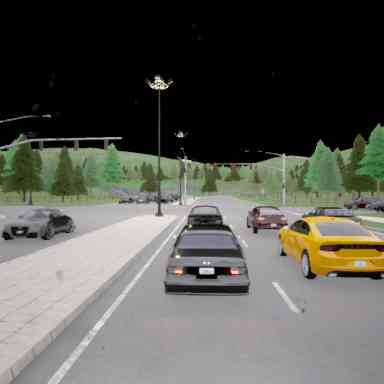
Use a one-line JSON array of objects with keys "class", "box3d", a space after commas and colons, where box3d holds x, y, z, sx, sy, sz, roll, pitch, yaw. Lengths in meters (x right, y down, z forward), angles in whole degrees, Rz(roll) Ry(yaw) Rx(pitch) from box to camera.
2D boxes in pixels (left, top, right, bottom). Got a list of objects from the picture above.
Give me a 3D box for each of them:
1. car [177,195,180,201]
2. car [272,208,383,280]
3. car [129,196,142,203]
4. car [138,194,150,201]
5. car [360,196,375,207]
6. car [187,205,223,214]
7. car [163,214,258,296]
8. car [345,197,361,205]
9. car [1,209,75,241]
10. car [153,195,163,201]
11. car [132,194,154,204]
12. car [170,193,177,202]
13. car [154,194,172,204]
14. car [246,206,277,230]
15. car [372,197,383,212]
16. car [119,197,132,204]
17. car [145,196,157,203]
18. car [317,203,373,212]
[{"class": "car", "box3d": [-4.713, 1.225, 83.059, 2.150, 2.045, 5.566, 0, 0, 2]}, {"class": "car", "box3d": [3.940, 1.478, 10.030, 1.882, 1.535, 5.008, 0, 0, 3]}, {"class": "car", "box3d": [-12.159, 1.524, 72.099, 1.812, 1.442, 4.674, 0, 0, 2]}, {"class": "car", "box3d": [-11.789, 1.355, 81.316, 2.097, 1.767, 4.553, 0, 0, 2]}, {"class": "car", "box3d": [22.685, 1.491, 38.373, 4.902, 1.511, 2.128, 0, 0, 3]}, {"class": "car", "box3d": [0.740, 1.478, 18.645, 1.882, 1.535, 5.008, 0, 0, 3]}, {"class": "car", "box3d": [0.385, 1.547, 8.825, 2.033, 1.411, 5.357, 0, 0, 2]}, {"class": "car", "box3d": [21.599, 1.352, 41.934, 4.553, 1.767, 2.097, 0, 0, 3]}, {"class": "car", "box3d": [-7.483, 1.564, 16.563, 1.994, 1.385, 4.181, 0, 0, 2]}, {"class": "car", "box3d": [-8.281, 1.552, 81.428, 1.994, 1.385, 4.181, 0, 0, 2]}, {"class": "car", "box3d": [-9.109, 1.491, 62.335, 2.128, 1.511, 4.902, 0, 0, 3]}, {"class": "car", "box3d": [-5.142, 1.355, 72.378, 2.097, 1.767, 4.553, 0, 0, 2]}, {"class": "car", "box3d": [-5.548, 1.600, 63.444, 1.895, 1.301, 4.718, 0, 0, 3]}, {"class": "car", "box3d": [4.274, 1.526, 19.249, 1.812, 1.442, 4.674, 0, 0, 3]}, {"class": "car", "box3d": [22.419, 1.547, 34.881, 5.357, 1.411, 2.033, 0, 0, 3]}, {"class": "car", "box3d": [-12.547, 1.564, 63.479, 1.994, 1.385, 4.181, 0, 0, 3]}, {"class": "car", "box3d": [-8.693, 1.552, 71.187, 1.994, 1.385, 4.181, 0, 0, 2]}, {"class": "car", "box3d": [7.759, 1.547, 18.863, 2.033, 1.411, 5.357, 0, 0, 3]}]
